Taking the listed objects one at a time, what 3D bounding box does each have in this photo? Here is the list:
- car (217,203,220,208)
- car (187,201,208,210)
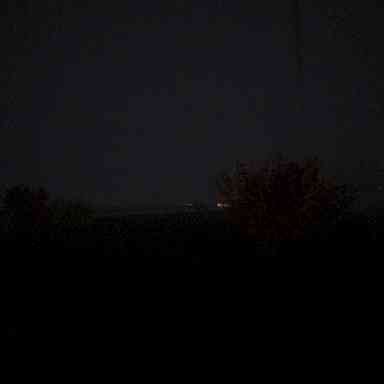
[{"bbox_3d":[6.831,2.562,67.625,1.812,1.442,4.674,-2,-2,36],"label":"car"},{"bbox_3d":[1.001,2.416,59.456,2.128,1.511,4.902,-2,-2,36],"label":"car"}]
